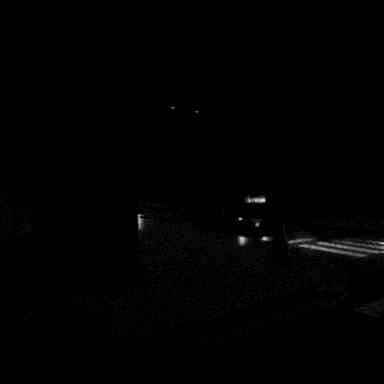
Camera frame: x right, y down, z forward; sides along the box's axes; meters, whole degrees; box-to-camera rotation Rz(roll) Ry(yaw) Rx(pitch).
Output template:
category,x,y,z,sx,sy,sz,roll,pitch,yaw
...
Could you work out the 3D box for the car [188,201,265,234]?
category,x,y,z,sx,sy,sz,roll,pitch,yaw
car,1.708,1.240,17.802,2.128,1.511,4.902,-1,1,-35
